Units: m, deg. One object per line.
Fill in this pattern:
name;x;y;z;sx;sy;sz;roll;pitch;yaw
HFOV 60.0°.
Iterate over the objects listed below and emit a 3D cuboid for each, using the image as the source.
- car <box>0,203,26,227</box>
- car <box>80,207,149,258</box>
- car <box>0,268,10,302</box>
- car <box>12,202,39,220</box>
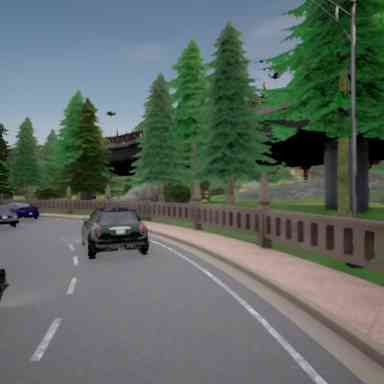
car;-13.424;1.648;22.539;2.033;1.411;5.357;0;0;-45
car;-3.198;1.370;13.219;2.097;1.767;4.553;-1;0;-22
car;-4.073;1.634;4.058;1.895;1.301;4.718;0;0;-8
car;-14.840;1.586;28.113;5.008;1.535;1.882;0;0;38
